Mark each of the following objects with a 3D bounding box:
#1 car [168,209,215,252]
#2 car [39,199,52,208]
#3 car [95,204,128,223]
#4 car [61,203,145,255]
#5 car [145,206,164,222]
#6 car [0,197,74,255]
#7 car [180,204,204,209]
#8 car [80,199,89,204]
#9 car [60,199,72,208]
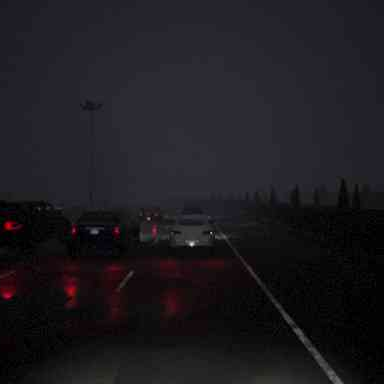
[{"bbox_3d":[0.002,1.663,14.386,1.812,1.442,4.674,0,0,0],"label":"car"},{"bbox_3d":[-26.857,2.078,60.900,1.837,1.490,4.892,1,-1,-20],"label":"car"},{"bbox_3d":[-7.016,1.804,29.390,1.812,1.442,4.674,0,0,0],"label":"car"},{"bbox_3d":[-3.501,1.484,14.085,2.097,1.767,4.553,0,-1,0],"label":"car"},{"bbox_3d":[-3.509,1.876,29.106,1.895,1.301,4.718,0,-1,0],"label":"car"},{"bbox_3d":[-7.002,1.350,14.020,2.150,2.045,5.566,0,0,0],"label":"car"},{"bbox_3d":[-0.014,1.785,29.306,1.837,1.490,4.892,0,0,0],"label":"car"},{"bbox_3d":[-20.521,2.110,63.988,2.128,1.511,4.902,0,-1,-21],"label":"car"},{"bbox_3d":[-23.659,2.137,62.454,2.033,1.411,5.357,0,-1,-21],"label":"car"}]
